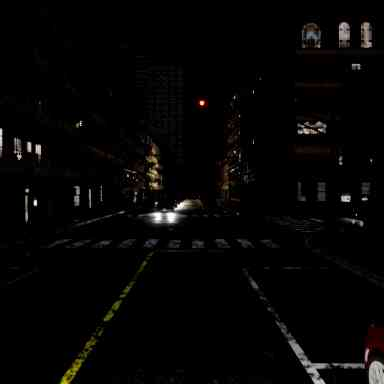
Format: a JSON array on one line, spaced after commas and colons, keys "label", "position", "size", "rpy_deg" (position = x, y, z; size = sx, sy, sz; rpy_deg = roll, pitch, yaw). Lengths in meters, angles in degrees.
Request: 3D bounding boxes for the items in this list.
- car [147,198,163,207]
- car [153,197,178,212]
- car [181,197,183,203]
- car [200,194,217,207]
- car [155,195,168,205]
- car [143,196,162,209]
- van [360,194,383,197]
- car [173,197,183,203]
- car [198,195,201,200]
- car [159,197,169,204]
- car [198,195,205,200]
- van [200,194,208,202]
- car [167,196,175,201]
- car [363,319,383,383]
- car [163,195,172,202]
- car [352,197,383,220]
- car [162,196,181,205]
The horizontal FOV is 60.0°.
[{"label": "car", "position": [-5.650, 1.580, 50.811], "size": [1.947, 1.339, 4.313], "rpy_deg": [0, 0, 0]}, {"label": "car", "position": [-3.063, 1.607, 39.348], "size": [1.895, 1.301, 4.718], "rpy_deg": [0, 0, 0]}, {"label": "car", "position": [-3.022, 1.621, 58.719], "size": [1.895, 1.301, 4.718], "rpy_deg": [0, 0, 0]}, {"label": "car", "position": [2.730, 1.454, 50.798], "size": [1.967, 1.590, 4.097], "rpy_deg": [-1, 0, 0]}, {"label": "car", "position": [-5.640, 1.463, 61.867], "size": [1.967, 1.590, 4.097], "rpy_deg": [-1, 0, 0]}, {"label": "car", "position": [-5.655, 1.561, 45.284], "size": [2.008, 1.369, 4.403], "rpy_deg": [0, 0, 0]}, {"label": "van", "position": [15.666, 1.036, 27.357], "size": [3.998, 1.788, 1.690], "rpy_deg": [-1, 1, -1]}, {"label": "car", "position": [-2.939, 1.630, 68.758], "size": [1.895, 1.301, 4.718], "rpy_deg": [0, 0, 0]}, {"label": "car", "position": [2.747, 1.578, 67.381], "size": [2.008, 1.369, 4.403], "rpy_deg": [-1, 0, 0]}, {"label": "car", "position": [-5.633, 1.609, 67.395], "size": [1.802, 1.307, 4.206], "rpy_deg": [-1, 0, 0]}, {"label": "car", "position": [2.774, 1.603, 95.021], "size": [1.887, 1.381, 4.507], "rpy_deg": [-1, 0, 0]}, {"label": "van", "position": [2.756, 1.379, 78.437], "size": [1.690, 1.788, 3.998], "rpy_deg": [-1, 0, 0]}, {"label": "car", "position": [-5.611, 1.633, 89.507], "size": [1.802, 1.307, 4.206], "rpy_deg": [-1, 0, 0]}, {"label": "car", "position": [2.682, 1.544, 1.799], "size": [1.887, 1.381, 4.507], "rpy_deg": [0, 0, 0]}, {"label": "car", "position": [-5.623, 1.563, 78.281], "size": [1.752, 1.417, 4.829], "rpy_deg": [-1, 0, 0]}, {"label": "car", "position": [14.892, 1.276, 24.759], "size": [5.357, 1.411, 2.033], "rpy_deg": [-1, 0, 1]}, {"label": "car", "position": [-3.051, 1.517, 48.745], "size": [1.837, 1.490, 4.892], "rpy_deg": [0, 0, 0]}]
